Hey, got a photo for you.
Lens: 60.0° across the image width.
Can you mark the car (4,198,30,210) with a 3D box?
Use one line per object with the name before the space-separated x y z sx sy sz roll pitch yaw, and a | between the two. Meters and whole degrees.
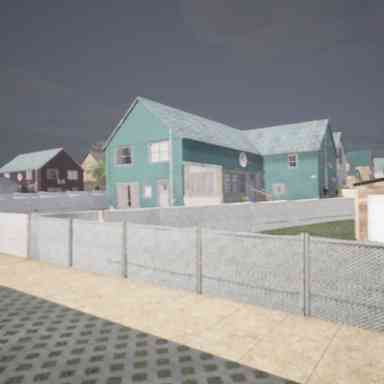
car | -17.118 1.004 31.357 2.097 1.767 4.553 -2 1 35
